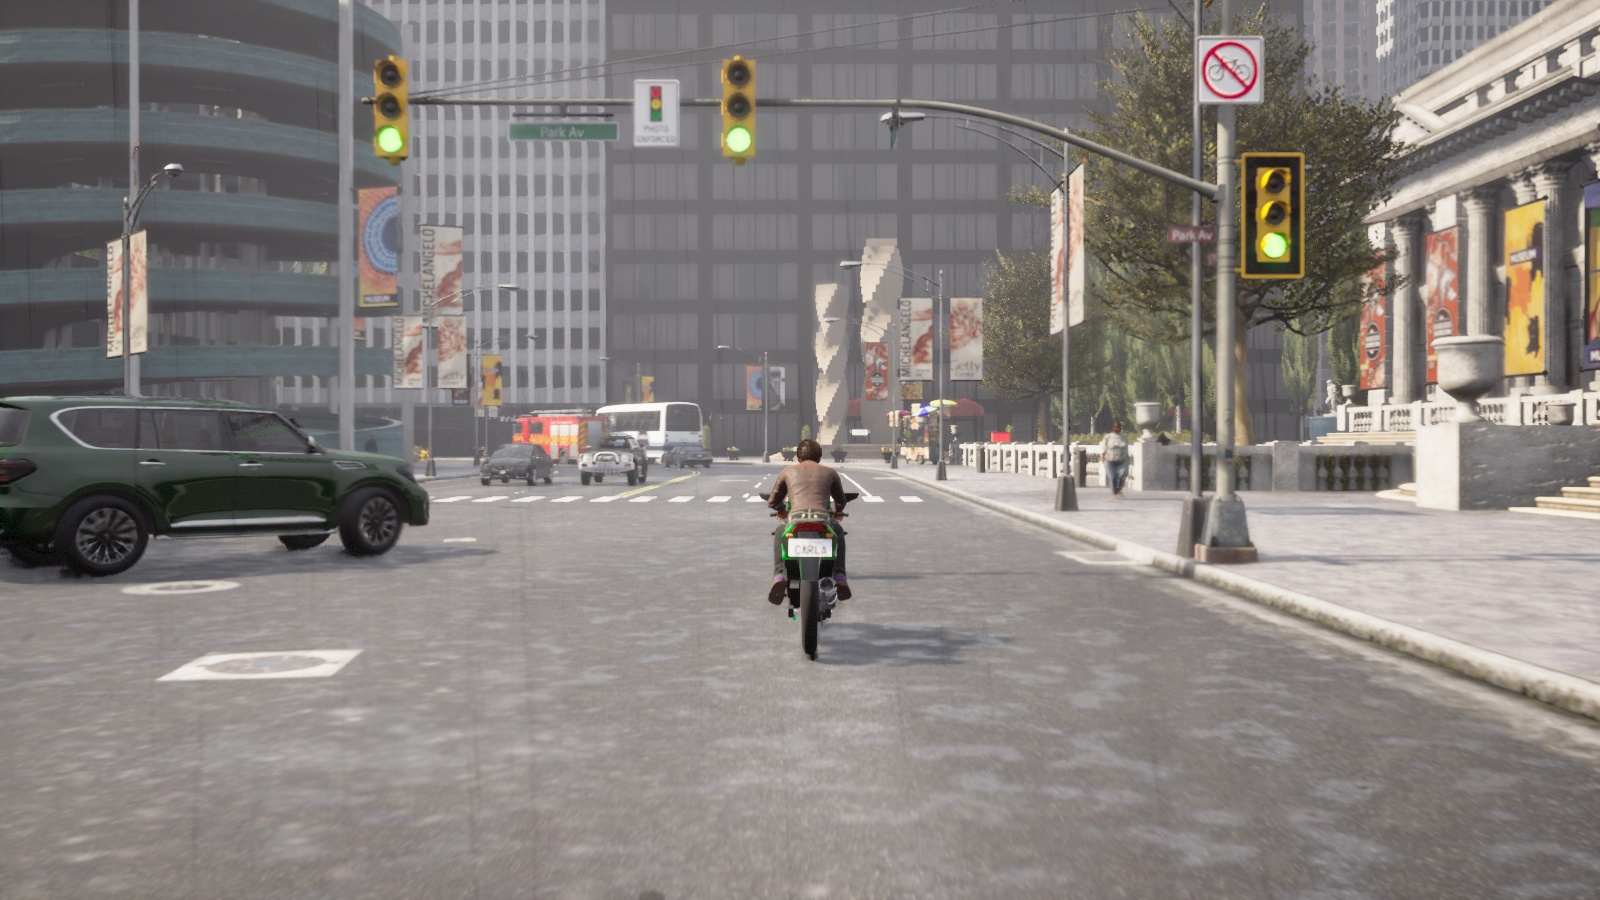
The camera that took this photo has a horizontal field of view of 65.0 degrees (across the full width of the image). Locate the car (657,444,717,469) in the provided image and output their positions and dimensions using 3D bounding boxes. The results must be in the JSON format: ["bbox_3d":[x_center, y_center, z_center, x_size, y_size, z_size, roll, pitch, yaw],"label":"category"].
[{"bbox_3d":[-6.848,0.366,75.413,2.033,1.411,5.357,0,0,-23],"label":"car"}]

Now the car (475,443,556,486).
[{"bbox_3d":[-10.231,0.488,45.526,1.837,1.490,4.892,0,0,0],"label":"car"}]

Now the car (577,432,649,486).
[{"bbox_3d":[-6.730,0.302,45.591,1.932,1.855,4.605,0,0,0],"label":"car"}]

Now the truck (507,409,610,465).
[{"bbox_3d":[-17.288,-0.934,89.515,8.468,3.827,2.891,0,0,45],"label":"truck"}]

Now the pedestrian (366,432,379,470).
[{"bbox_3d":[-20.549,0.048,60.355,0.402,1.842,0.726,0,0,-4],"label":"pedestrian"}]

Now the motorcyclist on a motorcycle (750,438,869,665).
[{"bbox_3d":[0.069,0.676,9.440,0.797,1.523,2.044,0,0,0],"label":"motorcyclist on a motorcycle"}]

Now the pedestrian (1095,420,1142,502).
[{"bbox_3d":[7.361,0.246,29.063,0.874,1.855,0.900,0,0,1],"label":"pedestrian"}]

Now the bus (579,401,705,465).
[{"bbox_3d":[-11.307,-1.135,88.584,3.944,4.253,10.273,0,0,-39],"label":"bus"}]

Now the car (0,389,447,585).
[{"bbox_3d":[-7.474,0.371,15.813,2.150,2.045,5.566,1,1,41],"label":"car"}]
